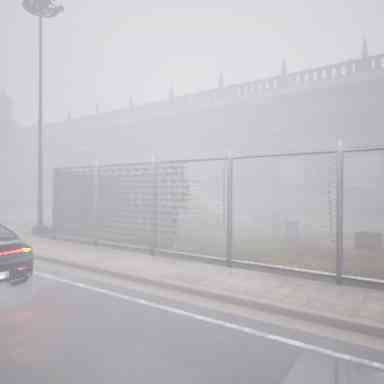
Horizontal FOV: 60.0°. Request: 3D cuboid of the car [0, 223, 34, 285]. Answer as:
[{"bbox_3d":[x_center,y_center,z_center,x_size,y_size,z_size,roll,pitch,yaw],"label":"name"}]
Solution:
[{"bbox_3d":[-5.757,1.449,8.110,4.892,1.490,1.837,-1,0,36],"label":"car"}]
